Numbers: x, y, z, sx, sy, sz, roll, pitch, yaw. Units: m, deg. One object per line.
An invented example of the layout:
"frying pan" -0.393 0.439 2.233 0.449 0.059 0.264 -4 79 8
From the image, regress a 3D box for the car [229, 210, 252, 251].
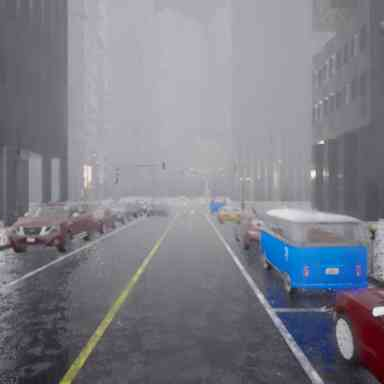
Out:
"car" 2.849 1.644 14.231 1.802 1.307 4.206 -1 0 0

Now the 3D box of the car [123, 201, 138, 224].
"car" -5.678 1.660 25.478 2.008 1.369 4.403 -1 0 0

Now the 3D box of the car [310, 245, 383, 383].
"car" 2.849 1.559 2.982 1.887 1.381 4.507 -1 0 0

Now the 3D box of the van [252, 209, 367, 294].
"van" 2.847 1.379 8.608 1.690 1.788 3.998 -1 0 0

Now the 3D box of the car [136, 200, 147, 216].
"car" -5.678 1.698 31.104 1.947 1.339 4.313 -1 0 0

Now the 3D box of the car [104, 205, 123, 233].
"car" -5.677 1.631 19.854 1.887 1.381 4.507 -1 0 0

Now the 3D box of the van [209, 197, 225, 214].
"van" 2.845 1.495 36.730 1.690 1.788 3.998 -1 0 0

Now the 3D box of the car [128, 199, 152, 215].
"car" -5.679 1.595 36.728 1.967 1.590 4.097 -1 0 0

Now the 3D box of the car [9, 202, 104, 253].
"car" -5.679 1.378 14.230 2.192 1.841 5.009 -1 0 0

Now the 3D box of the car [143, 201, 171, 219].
"car" -3.071 1.733 30.984 1.895 1.301 4.718 0 0 0

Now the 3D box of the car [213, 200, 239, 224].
"car" 2.848 1.635 25.650 1.752 1.417 4.829 -1 0 0
